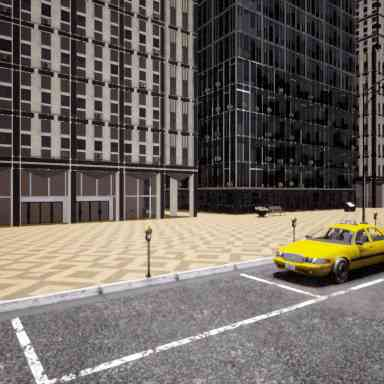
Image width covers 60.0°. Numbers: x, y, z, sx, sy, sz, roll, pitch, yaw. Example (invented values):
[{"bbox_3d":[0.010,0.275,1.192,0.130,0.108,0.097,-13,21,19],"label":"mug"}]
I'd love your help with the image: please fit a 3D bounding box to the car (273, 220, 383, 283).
[{"bbox_3d":[4.407,1.526,9.653,4.829,1.417,1.752,0,0,-35],"label":"car"}]
